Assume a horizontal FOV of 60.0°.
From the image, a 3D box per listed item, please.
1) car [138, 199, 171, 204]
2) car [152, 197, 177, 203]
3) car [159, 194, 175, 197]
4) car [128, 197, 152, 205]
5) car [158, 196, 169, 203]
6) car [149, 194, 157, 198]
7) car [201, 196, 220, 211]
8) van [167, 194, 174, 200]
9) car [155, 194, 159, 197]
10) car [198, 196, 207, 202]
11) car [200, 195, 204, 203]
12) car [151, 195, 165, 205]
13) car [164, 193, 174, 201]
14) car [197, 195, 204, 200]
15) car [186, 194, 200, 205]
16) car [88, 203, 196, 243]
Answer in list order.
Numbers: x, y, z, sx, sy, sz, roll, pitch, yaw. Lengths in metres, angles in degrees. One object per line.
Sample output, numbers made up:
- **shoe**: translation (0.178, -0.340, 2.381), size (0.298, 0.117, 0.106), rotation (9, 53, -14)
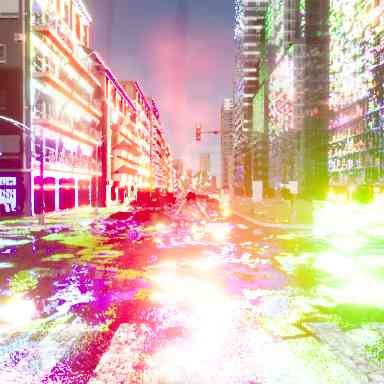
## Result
- **car**: translation (-3.187, 1.560, 29.141), size (1.994, 1.385, 4.181), rotation (0, 0, 0)
- **car**: translation (-3.206, 1.560, 39.067), size (1.994, 1.385, 4.181), rotation (0, 0, 0)
- **car**: translation (-3.235, 1.488, 49.189), size (2.128, 1.511, 4.902), rotation (0, 0, 0)
- **car**: translation (-5.807, 1.540, 35.355), size (1.887, 1.381, 4.507), rotation (-1, 0, 0)
- **car**: translation (-5.909, 1.584, 69.249), size (1.802, 1.307, 4.206), rotation (-1, 0, 0)
- **car**: translation (-5.826, 1.436, 41.004), size (1.967, 1.590, 4.097), rotation (-1, 0, 0)
- **car**: translation (2.522, 1.541, 41.086), size (1.887, 1.381, 4.507), rotation (-1, 0, 0)
- **van**: translation (-5.981, 1.351, 91.843), size (1.690, 1.788, 3.998), rotation (-1, 0, 0)
- **car**: translation (-5.862, 1.312, 52.302), size (2.192, 1.841, 5.009), rotation (-1, 0, 0)
- **car**: translation (2.421, 1.548, 74.980), size (1.887, 1.381, 4.507), rotation (-1, 0, 0)
- **car**: translation (2.455, 1.551, 63.682), size (2.008, 1.369, 4.403), rotation (-1, 0, 0)
- **car**: translation (-5.877, 1.439, 57.950), size (1.967, 1.590, 4.097), rotation (-1, 0, 0)
- **car**: translation (-5.964, 1.322, 86.196), size (2.192, 1.841, 5.009), rotation (-1, 0, 0)
- **car**: translation (2.368, 1.535, 92.098), size (1.752, 1.417, 4.829), rotation (-1, 0, 0)
- **car**: translation (-0.071, 1.504, 57.210), size (1.837, 1.490, 4.892), rotation (0, 0, 0)
- **car**: translation (-2.318, 1.508, 16.148), size (2.033, 1.411, 5.357), rotation (1, 1, 40)
